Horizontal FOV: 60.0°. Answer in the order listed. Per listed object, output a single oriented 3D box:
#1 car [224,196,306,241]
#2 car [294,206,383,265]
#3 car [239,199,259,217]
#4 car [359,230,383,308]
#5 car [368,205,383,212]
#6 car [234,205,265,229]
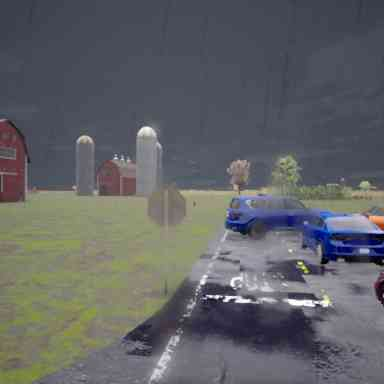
[{"bbox_3d":[4.405,1.216,16.574,5.566,2.045,2.150,0,0,-8],"label":"car"},{"bbox_3d":[5.096,1.478,11.648,1.882,1.535,5.008,0,0,8],"label":"car"},{"bbox_3d":[5.596,1.497,32.960,1.837,1.490,4.892,0,0,9],"label":"car"},{"bbox_3d":[4.633,1.527,4.431,1.812,1.442,4.674,0,0,-9],"label":"car"},{"bbox_3d":[9.162,1.368,15.817,4.553,1.767,2.097,0,0,45],"label":"car"},{"bbox_3d":[3.904,1.598,22.659,1.895,1.301,4.718,0,0,9],"label":"car"}]
